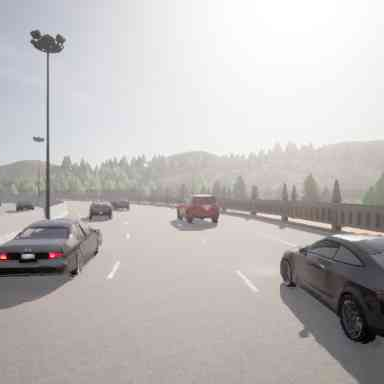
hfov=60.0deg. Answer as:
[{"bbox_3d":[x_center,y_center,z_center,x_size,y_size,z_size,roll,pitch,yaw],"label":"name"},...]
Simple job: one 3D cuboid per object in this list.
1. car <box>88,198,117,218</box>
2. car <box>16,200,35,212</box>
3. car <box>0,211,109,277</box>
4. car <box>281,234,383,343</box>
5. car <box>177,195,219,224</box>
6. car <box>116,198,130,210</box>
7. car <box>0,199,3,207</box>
[{"bbox_3d":[-8.093,1.491,29.303,2.128,1.511,4.902,0,0,-17],"label":"car"},{"bbox_3d":[-19.295,1.600,38.591,1.895,1.301,4.718,0,0,-25],"label":"car"},{"bbox_3d":[-4.085,1.547,10.265,2.033,1.411,5.357,0,0,-6],"label":"car"},{"bbox_3d":[3.213,1.525,6.351,1.812,1.442,4.674,0,0,-4],"label":"car"},{"bbox_3d":[0.356,1.220,25.089,2.150,2.045,5.566,0,0,-14],"label":"car"},{"bbox_3d":[-9.217,1.490,42.003,2.128,1.511,4.902,0,0,-24],"label":"car"},{"bbox_3d":[-29.112,1.490,49.028,2.128,1.511,4.902,0,0,-34],"label":"car"}]
